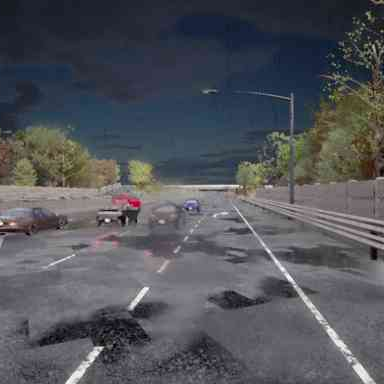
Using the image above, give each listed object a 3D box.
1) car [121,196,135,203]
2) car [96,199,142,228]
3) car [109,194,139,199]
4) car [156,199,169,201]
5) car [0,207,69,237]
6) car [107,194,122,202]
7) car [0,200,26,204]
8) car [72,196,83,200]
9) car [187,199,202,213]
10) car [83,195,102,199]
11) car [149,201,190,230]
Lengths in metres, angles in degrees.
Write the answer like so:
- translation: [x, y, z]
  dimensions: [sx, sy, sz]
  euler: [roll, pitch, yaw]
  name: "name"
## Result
- translation: [-14.183, 1.612, 73.882]
  dimensions: [1.994, 1.385, 4.181]
  euler: [0, 0, 5]
  name: "car"
- translation: [-4.855, 1.489, 22.423]
  dimensions: [2.128, 1.511, 4.902]
  euler: [0, 0, 5]
  name: "car"
- translation: [-7.112, 1.224, 35.937]
  dimensions: [2.150, 2.045, 5.566]
  euler: [0, 0, 7]
  name: "car"
- translation: [-3.358, 1.552, 38.347]
  dimensions: [2.033, 1.411, 5.357]
  euler: [0, 0, 5]
  name: "car"
- translation: [-8.769, 1.547, 18.153]
  dimensions: [2.033, 1.411, 5.357]
  euler: [0, 0, 5]
  name: "car"
- translation: [-17.548, 1.418, 75.485]
  dimensions: [2.097, 1.767, 4.553]
  euler: [0, 0, 5]
  name: "car"
- translation: [-18.092, 1.550, 33.372]
  dimensions: [2.033, 1.411, 5.357]
  euler: [0, 0, 5]
  name: "car"
- translation: [-24.754, 1.534, 73.621]
  dimensions: [1.882, 1.535, 5.008]
  euler: [0, 0, 5]
  name: "car"
- translation: [0.060, 1.530, 37.355]
  dimensions: [1.812, 1.442, 4.674]
  euler: [0, 0, 5]
  name: "car"
- translation: [-21.305, 1.411, 72.908]
  dimensions: [2.097, 1.767, 4.553]
  euler: [0, 0, 5]
  name: "car"
- translation: [-1.466, 1.526, 21.089]
  dimensions: [1.812, 1.442, 4.674]
  euler: [0, 0, 5]
  name: "car"
